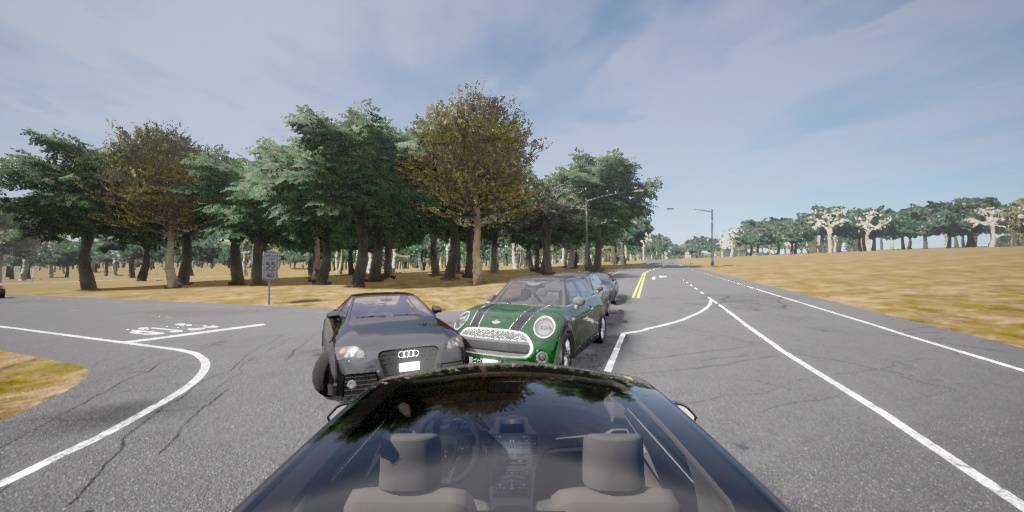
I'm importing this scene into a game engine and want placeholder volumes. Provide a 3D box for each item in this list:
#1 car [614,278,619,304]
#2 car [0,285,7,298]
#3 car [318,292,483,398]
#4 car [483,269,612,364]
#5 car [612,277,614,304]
[{"bbox_3d":[4.218,1.509,17.854,1.994,1.385,4.181,-1,0,19],"label":"car"},{"bbox_3d":[-40.859,2.562,27.373,4.181,1.385,1.994,-2,-3,22],"label":"car"},{"bbox_3d":[-2.354,1.376,6.609,1.994,1.385,4.181,1,-2,-29],"label":"car"},{"bbox_3d":[0.618,1.218,7.814,2.097,1.767,4.553,-1,-2,26],"label":"car"},{"bbox_3d":[2.025,1.344,12.127,2.097,1.767,4.553,-1,-1,21],"label":"car"}]
